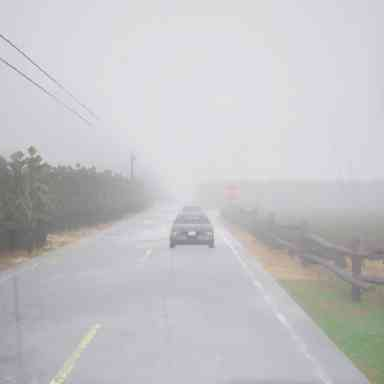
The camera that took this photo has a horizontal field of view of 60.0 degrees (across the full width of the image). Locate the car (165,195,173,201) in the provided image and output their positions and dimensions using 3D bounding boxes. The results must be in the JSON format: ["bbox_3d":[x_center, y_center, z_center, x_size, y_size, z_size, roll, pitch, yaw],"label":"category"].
[{"bbox_3d":[-5.708,1.526,83.157,2.033,1.411,5.357,0,0,0],"label":"car"}]

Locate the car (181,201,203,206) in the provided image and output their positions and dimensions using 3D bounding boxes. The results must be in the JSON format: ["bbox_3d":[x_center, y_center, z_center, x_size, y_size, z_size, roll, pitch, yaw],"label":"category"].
[{"bbox_3d":[0.000,1.530,29.653,1.812,1.442,4.674,0,0,0],"label":"car"}]

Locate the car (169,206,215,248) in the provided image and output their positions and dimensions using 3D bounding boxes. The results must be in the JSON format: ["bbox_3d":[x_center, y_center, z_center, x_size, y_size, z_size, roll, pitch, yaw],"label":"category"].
[{"bbox_3d":[0.000,1.560,14.650,2.033,1.411,5.357,0,0,0],"label":"car"}]
